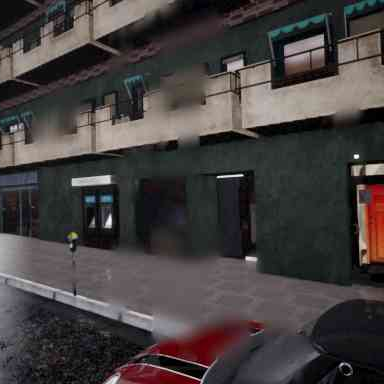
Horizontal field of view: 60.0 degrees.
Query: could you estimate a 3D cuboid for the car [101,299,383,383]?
[{"bbox_3d":[1.125,1.441,1.953,4.097,1.590,1.967,0,-2,36],"label":"car"}]
